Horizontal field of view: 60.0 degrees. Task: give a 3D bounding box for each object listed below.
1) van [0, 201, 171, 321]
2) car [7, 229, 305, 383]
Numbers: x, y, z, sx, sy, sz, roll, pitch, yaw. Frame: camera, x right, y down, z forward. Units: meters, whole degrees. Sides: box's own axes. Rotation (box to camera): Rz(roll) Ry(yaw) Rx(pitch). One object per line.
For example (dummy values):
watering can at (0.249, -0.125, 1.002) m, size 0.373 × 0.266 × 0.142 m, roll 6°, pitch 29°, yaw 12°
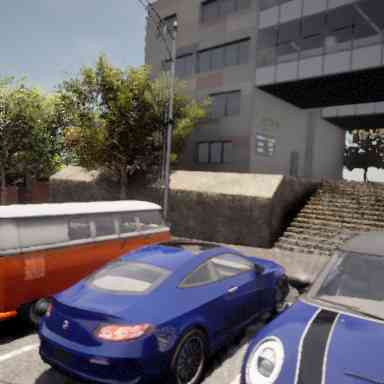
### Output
van at (-2.198, 1.211, 6.993) m, size 1.878 × 1.987 × 4.442 m, roll 1°, pitch 0°, yaw 36°
car at (0.005, 1.498, 5.275) m, size 2.002 × 1.452 × 4.674 m, roll 1°, pitch 0°, yaw 36°
